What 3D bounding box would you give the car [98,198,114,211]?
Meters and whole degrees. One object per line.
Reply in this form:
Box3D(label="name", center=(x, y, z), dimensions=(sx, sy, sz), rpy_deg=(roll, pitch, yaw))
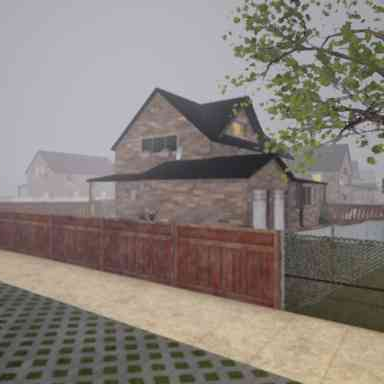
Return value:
Box3D(label="car", center=(-10.254, 1.527, 38.698), dimensions=(1.837, 1.490, 4.892), rpy_deg=(1, 0, 36))
